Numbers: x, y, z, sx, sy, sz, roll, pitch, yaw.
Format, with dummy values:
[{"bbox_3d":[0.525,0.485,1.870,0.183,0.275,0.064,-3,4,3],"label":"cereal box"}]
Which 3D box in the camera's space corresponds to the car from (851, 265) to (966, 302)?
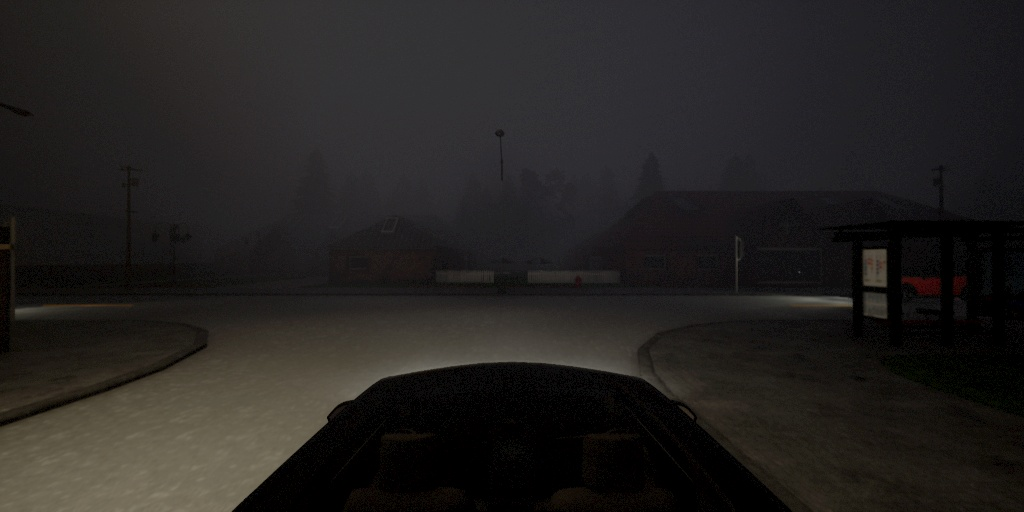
[{"bbox_3d":[19.232,1.219,17.261,4.553,1.767,2.097,0,0,0],"label":"car"}]
